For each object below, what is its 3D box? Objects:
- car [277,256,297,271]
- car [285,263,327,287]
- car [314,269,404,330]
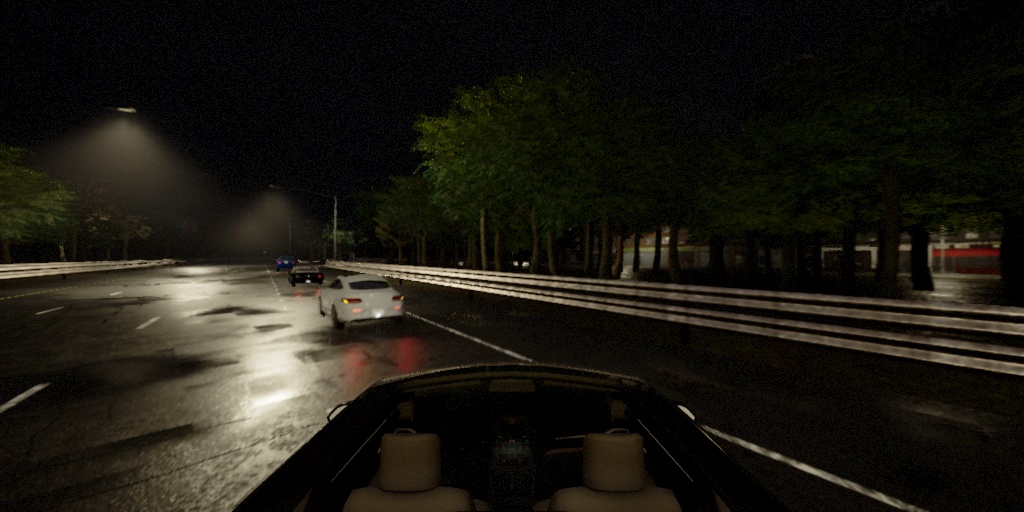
[{"bbox_3d":[-30.877,1.019,49.220,2.150,2.045,5.566,0,0,-30],"label":"car"},{"bbox_3d":[-14.603,1.376,25.314,1.895,1.301,4.718,0,0,-35],"label":"car"},{"bbox_3d":[-4.805,1.292,11.262,1.812,1.442,4.674,0,0,-35],"label":"car"}]
